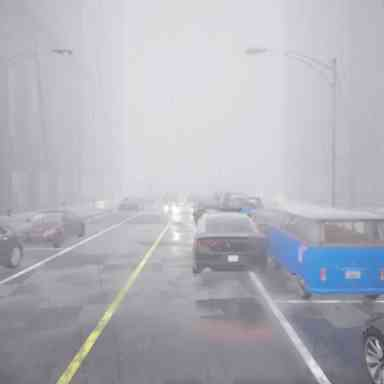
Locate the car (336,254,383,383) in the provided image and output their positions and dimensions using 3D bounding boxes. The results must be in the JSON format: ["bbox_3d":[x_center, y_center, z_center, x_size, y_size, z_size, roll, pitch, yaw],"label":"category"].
[{"bbox_3d":[2.863,1.530,2.155,1.947,1.339,4.313,0,1,0],"label":"car"}]

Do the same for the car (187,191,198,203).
[{"bbox_3d":[0.252,0.765,45.884,2.128,1.511,4.902,0,1,0],"label":"car"}]

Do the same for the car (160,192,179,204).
[{"bbox_3d":[-2.786,0.784,44.716,2.128,1.511,4.902,0,1,1],"label":"car"}]

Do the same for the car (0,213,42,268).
[{"bbox_3d":[-5.632,1.426,7.846,2.008,1.369,4.403,0,1,0],"label":"car"}]

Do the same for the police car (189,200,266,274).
[{"bbox_3d":[0.953,1.265,10.147,1.930,1.638,5.238,0,1,0],"label":"police car"}]

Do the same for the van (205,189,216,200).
[{"bbox_3d":[3.168,0.399,58.631,1.690,1.788,3.998,0,1,0],"label":"van"}]

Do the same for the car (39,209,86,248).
[{"bbox_3d":[-5.601,1.370,13.494,1.802,1.307,4.206,0,1,0],"label":"car"}]

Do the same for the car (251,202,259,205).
[{"bbox_3d":[2.924,1.333,13.451,1.887,1.381,4.507,0,1,0],"label":"car"}]

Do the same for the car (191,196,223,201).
[{"bbox_3d":[1.007,1.192,20.037,1.837,1.490,4.892,0,1,0],"label":"car"}]

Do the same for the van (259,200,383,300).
[{"bbox_3d":[2.892,1.217,7.800,1.690,1.788,3.998,0,1,0],"label":"van"}]

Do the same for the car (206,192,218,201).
[{"bbox_3d":[3.138,0.736,52.987,1.802,1.307,4.206,0,1,0],"label":"car"}]

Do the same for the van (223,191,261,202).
[{"bbox_3d":[2.953,1.042,19.095,1.690,1.788,3.998,0,1,0],"label":"van"}]

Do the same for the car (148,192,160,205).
[{"bbox_3d":[-5.448,0.923,41.735,1.802,1.307,4.206,0,1,0],"label":"car"}]

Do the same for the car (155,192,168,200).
[{"bbox_3d":[-5.356,0.623,58.680,1.947,1.339,4.313,0,1,0],"label":"car"}]

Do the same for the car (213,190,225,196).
[{"bbox_3d":[2.984,0.928,24.743,2.192,1.841,5.009,0,1,0],"label":"car"}]

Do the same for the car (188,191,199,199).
[{"bbox_3d":[0.331,0.573,61.451,1.994,1.385,4.181,0,1,0],"label":"car"}]

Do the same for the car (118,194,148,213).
[{"bbox_3d":[-5.509,1.068,30.438,1.887,1.381,4.507,0,1,0],"label":"car"}]

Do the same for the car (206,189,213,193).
[{"bbox_3d":[3.045,0.749,36.038,2.192,1.841,5.009,0,1,0],"label":"car"}]

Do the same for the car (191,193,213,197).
[{"bbox_3d":[1.040,1.098,26.036,1.837,1.490,4.892,0,1,0],"label":"car"}]
